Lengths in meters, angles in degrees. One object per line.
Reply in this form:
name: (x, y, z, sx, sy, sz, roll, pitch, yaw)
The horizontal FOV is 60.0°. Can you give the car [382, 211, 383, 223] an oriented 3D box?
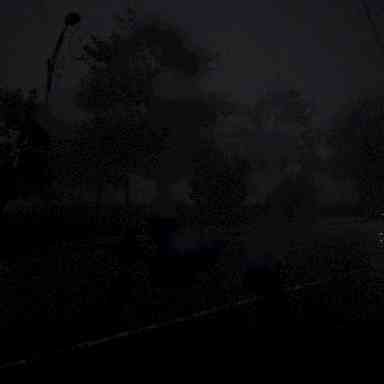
car: (15.707, 1.501, 24.185, 5.008, 1.535, 1.882, 0, 0, -36)
